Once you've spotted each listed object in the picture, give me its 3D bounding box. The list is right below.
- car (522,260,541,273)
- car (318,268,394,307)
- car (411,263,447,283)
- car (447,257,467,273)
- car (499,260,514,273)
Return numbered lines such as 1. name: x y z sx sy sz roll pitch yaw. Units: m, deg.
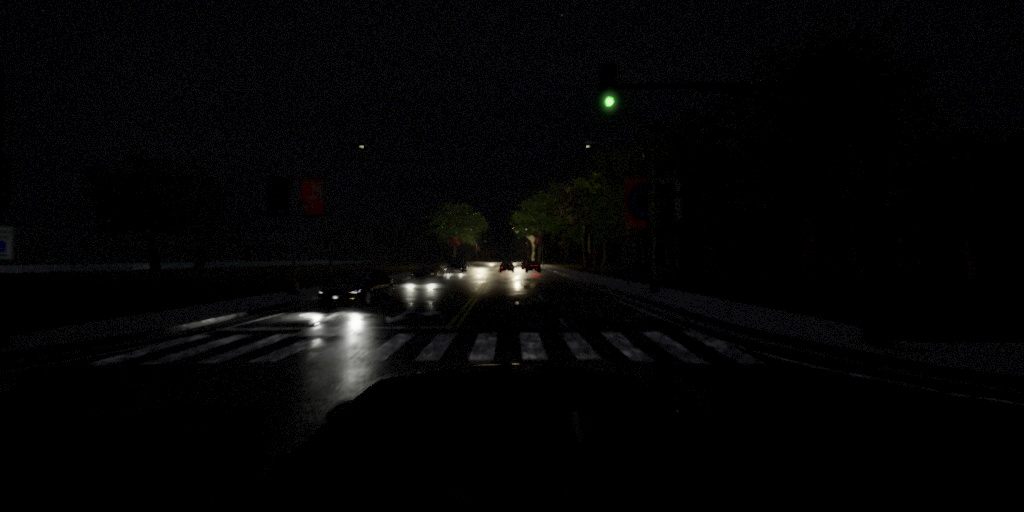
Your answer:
1. car: 2.596 1.346 45.524 1.837 1.490 4.892 0 0 -1
2. car: -6.767 1.330 16.046 1.837 1.490 4.892 0 0 -1
3. car: -6.987 1.338 29.957 1.882 1.535 5.008 0 0 -1
4. car: -7.211 1.127 47.165 2.150 2.045 5.566 0 0 0
5. car: -0.660 1.462 45.918 1.895 1.301 4.718 0 0 -1
